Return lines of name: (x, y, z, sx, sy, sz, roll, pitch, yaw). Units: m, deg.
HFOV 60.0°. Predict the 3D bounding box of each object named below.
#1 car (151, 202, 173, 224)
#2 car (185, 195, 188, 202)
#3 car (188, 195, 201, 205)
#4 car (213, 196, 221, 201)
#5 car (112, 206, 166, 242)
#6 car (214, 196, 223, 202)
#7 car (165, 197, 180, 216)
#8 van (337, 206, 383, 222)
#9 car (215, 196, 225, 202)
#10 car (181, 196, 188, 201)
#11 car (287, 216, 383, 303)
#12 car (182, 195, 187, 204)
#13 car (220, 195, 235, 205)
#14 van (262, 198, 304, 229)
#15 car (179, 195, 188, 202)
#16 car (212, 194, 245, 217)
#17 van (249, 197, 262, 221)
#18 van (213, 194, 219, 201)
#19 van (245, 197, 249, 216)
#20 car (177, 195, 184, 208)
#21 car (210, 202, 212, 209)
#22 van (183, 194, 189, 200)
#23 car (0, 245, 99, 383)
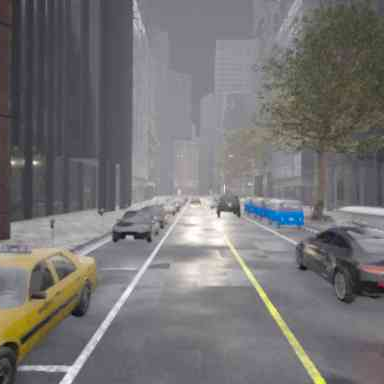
car: (-2.537, 1.567, 21.879, 1.947, 1.339, 4.313, 0, 0, 1)
car: (-2.159, 1.596, 55.590, 2.008, 1.369, 4.403, 0, 0, 1)
car: (0.671, 1.639, 61.529, 1.994, 1.385, 4.181, 0, 0, 1)
car: (6.745, 1.692, 89.377, 1.752, 1.417, 4.829, 0, 0, 1)
car: (-2.600, 1.561, 16.261, 1.947, 1.339, 4.313, 0, 0, 1)
car: (6.682, 1.681, 83.759, 1.752, 1.417, 4.829, 0, 0, 1)
car: (-2.413, 1.539, 32.946, 1.752, 1.417, 4.829, 0, 0, 1)
van: (5.862, 1.394, 10.555, 1.690, 1.788, 3.998, 0, 0, 1)
car: (6.617, 1.696, 77.971, 2.008, 1.369, 4.403, 0, 0, 1)
car: (-1.844, 1.674, 83.682, 1.802, 1.307, 4.206, 0, 0, 1)
car: (3.973, 1.563, 8.156, 1.812, 1.442, 4.674, 0, 0, 1)
car: (-2.222, 1.588, 49.972, 2.008, 1.369, 4.403, 0, 0, 1)
car: (6.430, 1.433, 61.117, 2.192, 1.841, 5.009, 0, 0, 1)
van: (5.988, 1.406, 21.791, 1.690, 1.788, 3.998, 0, 0, 1)
car: (-1.906, 1.522, 78.064, 1.967, 1.590, 4.097, 0, 0, 1)
car: (3.383, 1.275, 31.977, 2.150, 2.045, 5.566, 0, 0, 1)
van: (6.052, 1.412, 27.409, 1.690, 1.788, 3.998, 0, 0, 1)
van: (6.808, 1.518, 94.825, 1.690, 1.788, 3.998, 0, 0, 1)
van: (6.115, 1.419, 33.027, 1.690, 1.788, 3.998, 0, 0, 1)
car: (-2.347, 1.462, 38.735, 1.967, 1.590, 4.097, 0, 0, 1)
car: (3.502, 1.675, 45.685, 1.895, 1.301, 4.718, 0, 0, 1)
van: (-1.717, 1.454, 94.919, 1.690, 1.788, 3.998, 0, 0, 1)
car: (-2.728, 1.509, 4.854, 1.752, 1.417, 4.829, 0, 0, 1)
